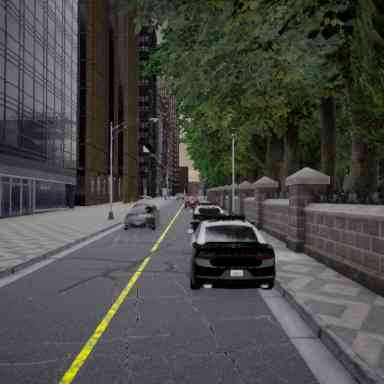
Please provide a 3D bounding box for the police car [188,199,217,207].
[{"bbox_3d":[0.905,1.428,19.275,1.930,1.638,5.238,0,0,0],"label":"police car"}]

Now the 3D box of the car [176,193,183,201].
[{"bbox_3d":[-2.978,1.329,86.156,2.150,2.045,5.566,0,0,0],"label":"car"}]

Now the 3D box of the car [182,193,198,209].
[{"bbox_3d":[0.048,1.371,46.657,2.097,1.767,4.553,0,0,1],"label":"car"}]

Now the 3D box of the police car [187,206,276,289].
[{"bbox_3d":[0.903,1.427,9.273,1.930,1.638,5.238,0,0,0],"label":"police car"}]

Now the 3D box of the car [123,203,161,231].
[{"bbox_3d":[-2.994,1.508,20.732,1.837,1.490,4.892,0,0,0],"label":"car"}]

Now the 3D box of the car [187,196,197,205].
[{"bbox_3d":[0.017,1.563,61.411,1.812,1.442,4.674,0,0,0],"label":"car"}]

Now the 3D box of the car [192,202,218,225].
[{"bbox_3d":[0.907,1.530,25.167,1.812,1.442,4.674,0,0,0],"label":"car"}]

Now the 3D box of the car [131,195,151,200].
[{"bbox_3d":[-14.613,1.584,93.534,4.403,1.369,2.008,0,-1,0],"label":"car"}]
